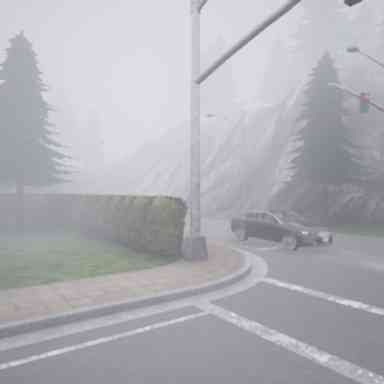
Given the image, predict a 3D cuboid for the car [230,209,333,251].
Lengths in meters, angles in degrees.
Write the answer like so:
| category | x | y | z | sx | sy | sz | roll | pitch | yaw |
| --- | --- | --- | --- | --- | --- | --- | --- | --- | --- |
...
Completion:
| category | x | y | z | sx | sy | sz | roll | pitch | yaw |
| --- | --- | --- | --- | --- | --- | --- | --- | --- | --- |
| car | 3.704 | 1.513 | 14.534 | 2.128 | 1.511 | 4.902 | 0 | 0 | -32 |
